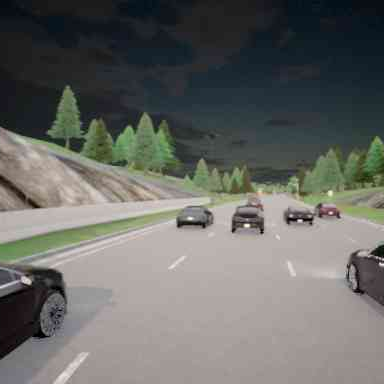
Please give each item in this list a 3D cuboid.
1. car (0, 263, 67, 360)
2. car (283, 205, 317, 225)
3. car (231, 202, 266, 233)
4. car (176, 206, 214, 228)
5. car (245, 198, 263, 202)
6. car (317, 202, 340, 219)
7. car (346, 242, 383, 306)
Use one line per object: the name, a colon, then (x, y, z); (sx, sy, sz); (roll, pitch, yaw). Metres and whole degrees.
car: (-3.148, 1.460, 3.722); (2.128, 1.511, 4.902); (1, 0, 5)
car: (8.051, 1.742, 25.561); (1.895, 1.301, 4.718); (1, 0, 12)
car: (3.450, 1.581, 20.385); (1.837, 1.490, 4.892); (1, 0, 11)
car: (0.279, 1.606, 22.439); (1.994, 1.385, 4.181); (1, 0, 11)
car: (7.728, 1.516, 41.405); (2.097, 1.767, 4.553); (1, 0, 12)
car: (12.970, 1.738, 32.191); (1.812, 1.442, 4.674); (1, 0, 11)
car: (4.388, 1.569, 6.026); (1.837, 1.490, 4.892); (0, 0, 7)
